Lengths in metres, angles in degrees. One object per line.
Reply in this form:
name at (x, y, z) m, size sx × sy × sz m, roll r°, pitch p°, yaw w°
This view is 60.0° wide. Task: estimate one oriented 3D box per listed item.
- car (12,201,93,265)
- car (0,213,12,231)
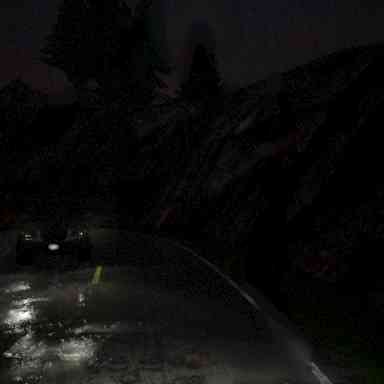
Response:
car at (-5.113, 1.373, 12.787) m, size 2.150 × 2.045 × 5.566 m, roll 0°, pitch -1°, yaw -19°
car at (-10.497, 1.732, 21.812) m, size 5.008 × 1.535 × 1.882 m, roll 0°, pitch -1°, yaw 16°
